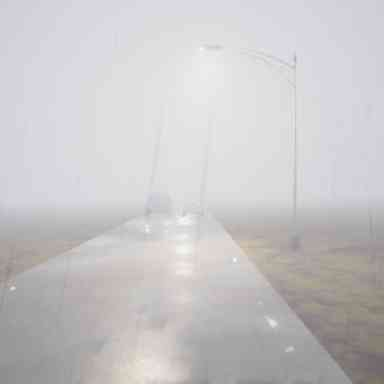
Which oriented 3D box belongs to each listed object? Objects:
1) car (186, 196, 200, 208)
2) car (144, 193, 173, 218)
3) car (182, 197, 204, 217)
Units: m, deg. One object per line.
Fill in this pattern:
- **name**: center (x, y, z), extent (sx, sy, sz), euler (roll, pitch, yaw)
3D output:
- **car**: center (0.123, 1.359, 46.114), extent (1.812, 1.442, 4.674), euler (0, 0, 0)
- **car**: center (-2.827, 1.116, 29.185), extent (2.150, 2.045, 5.566), euler (0, 0, 0)
- **car**: center (0.113, 1.417, 30.001), extent (1.812, 1.442, 4.674), euler (0, 0, 0)
